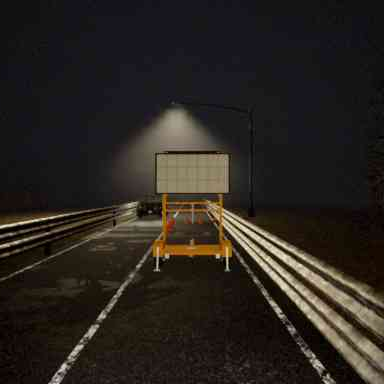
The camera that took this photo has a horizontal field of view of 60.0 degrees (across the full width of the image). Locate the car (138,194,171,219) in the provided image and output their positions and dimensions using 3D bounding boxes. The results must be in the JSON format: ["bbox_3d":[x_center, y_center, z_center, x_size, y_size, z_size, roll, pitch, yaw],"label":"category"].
[{"bbox_3d":[-3.324,1.233,29.195,2.150,2.045,5.566,0,0,0],"label":"car"}]

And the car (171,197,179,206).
[{"bbox_3d":[-3.200,1.499,55.221,1.882,1.535,5.008,0,0,0],"label":"car"}]

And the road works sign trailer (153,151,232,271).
[{"bbox_3d":[0.020,0.469,10.869,2.380,3.560,2.880,0,0,0],"label":"road works sign trailer"}]
